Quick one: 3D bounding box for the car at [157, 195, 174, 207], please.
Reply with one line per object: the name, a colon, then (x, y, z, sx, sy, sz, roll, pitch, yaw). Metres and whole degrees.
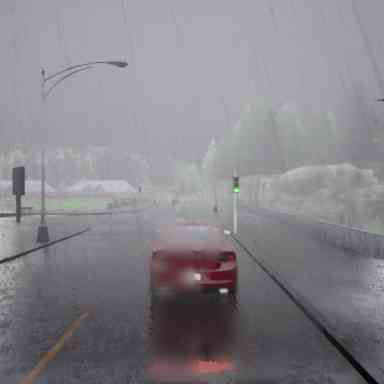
car: (-4.130, 1.531, 50.780, 1.812, 1.442, 4.674, 0, 0, 0)

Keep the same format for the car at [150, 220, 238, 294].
car: (0.055, 1.479, 8.867, 1.882, 1.535, 5.008, 0, 0, 0)

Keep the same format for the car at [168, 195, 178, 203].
car: (-4.049, 1.507, 70.863, 1.837, 1.490, 4.892, 0, 0, 0)

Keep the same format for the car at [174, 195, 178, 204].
car: (-4.123, 1.532, 60.698, 1.812, 1.442, 4.674, 0, 0, 1)
